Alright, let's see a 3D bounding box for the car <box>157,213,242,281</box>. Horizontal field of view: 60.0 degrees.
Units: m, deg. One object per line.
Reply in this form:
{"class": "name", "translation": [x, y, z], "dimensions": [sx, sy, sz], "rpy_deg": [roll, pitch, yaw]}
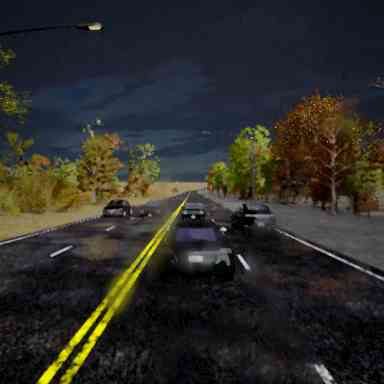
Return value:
{"class": "car", "translation": [0.098, 1.534, 9.817], "dimensions": [1.994, 1.385, 4.181], "rpy_deg": [0, 0, 0]}

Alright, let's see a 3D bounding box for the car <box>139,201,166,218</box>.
{"class": "car", "translation": [-3.294, 1.459, 28.989], "dimensions": [2.033, 1.411, 5.357], "rpy_deg": [0, 0, 1]}

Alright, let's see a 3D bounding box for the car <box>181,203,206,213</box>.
{"class": "car", "translation": [0.106, 1.520, 26.614], "dimensions": [1.895, 1.301, 4.718], "rpy_deg": [0, 0, 0]}

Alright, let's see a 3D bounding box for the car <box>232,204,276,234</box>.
{"class": "car", "translation": [3.365, 1.404, 18.708], "dimensions": [2.128, 1.511, 4.902], "rpy_deg": [0, -1, 0]}

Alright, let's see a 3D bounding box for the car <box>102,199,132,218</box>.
{"class": "car", "translation": [-6.541, 1.416, 29.468], "dimensions": [1.837, 1.490, 4.892], "rpy_deg": [0, 0, 0]}
